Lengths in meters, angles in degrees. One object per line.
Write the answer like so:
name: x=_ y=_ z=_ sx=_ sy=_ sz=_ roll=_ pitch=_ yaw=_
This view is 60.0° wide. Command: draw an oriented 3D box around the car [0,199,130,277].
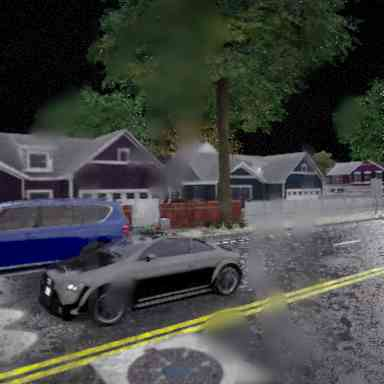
car: x=-4.279 y=1.219 z=8.619 sx=5.566 sy=2.045 sz=2.150 roll=0 pitch=0 yaw=-36

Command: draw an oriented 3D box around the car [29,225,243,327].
car: x=-0.913 y=1.556 z=7.027 sx=4.181 sy=1.385 sz=1.994 roll=0 pitch=0 yaw=-35
